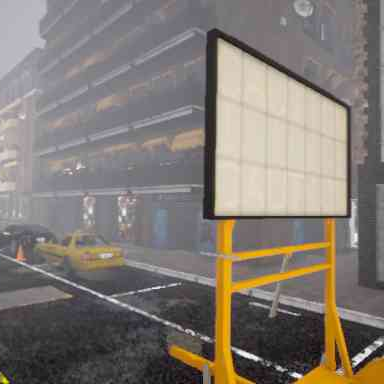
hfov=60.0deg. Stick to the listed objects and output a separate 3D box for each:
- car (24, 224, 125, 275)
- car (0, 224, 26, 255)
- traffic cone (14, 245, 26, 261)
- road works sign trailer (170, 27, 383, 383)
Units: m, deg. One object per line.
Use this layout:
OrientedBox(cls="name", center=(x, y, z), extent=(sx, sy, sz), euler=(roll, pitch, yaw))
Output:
OrientedBox(cls="car", center=(-4.338, 2.047, 12.280), extent=(1.752, 1.417, 4.829), euler=(4, -4, -44))
OrientedBox(cls="car", center=(-8.148, 2.200, 16.215), extent=(1.947, 1.339, 4.313), euler=(4, -4, -44))
OrientedBox(cls="traffic cone", center=(-7.052, 2.489, 13.668), extent=(0.340, 0.580, 0.340), euler=(4, -4, -44))
OrientedBox(cls="road works sign trailer", center=(0.777, 0.651, 3.202), extent=(2.380, 3.560, 2.880), euler=(4, -4, -44))
